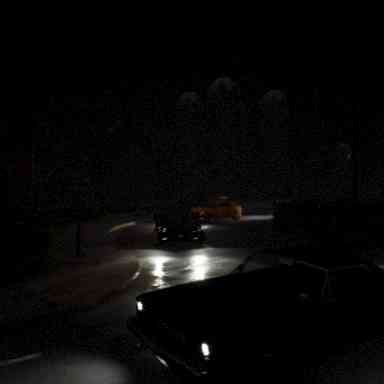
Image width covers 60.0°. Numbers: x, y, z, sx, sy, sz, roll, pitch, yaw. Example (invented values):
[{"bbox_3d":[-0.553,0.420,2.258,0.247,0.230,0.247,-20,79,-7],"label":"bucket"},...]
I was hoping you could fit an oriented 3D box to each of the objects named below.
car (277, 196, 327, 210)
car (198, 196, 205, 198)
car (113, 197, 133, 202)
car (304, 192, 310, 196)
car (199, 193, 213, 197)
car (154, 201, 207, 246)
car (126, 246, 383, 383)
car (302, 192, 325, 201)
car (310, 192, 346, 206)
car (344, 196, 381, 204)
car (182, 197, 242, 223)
[{"bbox_3d":[10.239,1.396,31.804,4.902,1.511,2.128,0,0,-34],"label":"car"},{"bbox_3d":[-0.153,1.408,30.501,1.784,1.438,3.905,0,0,-34],"label":"car"},{"bbox_3d":[-8.432,1.340,40.419,1.816,1.474,4.193,0,0,-34],"label":"car"},{"bbox_3d":[22.285,1.299,62.265,2.242,1.667,4.611,0,0,-34],"label":"car"},{"bbox_3d":[2.349,1.140,48.534,1.905,1.878,3.866,0,0,-34],"label":"car"},{"bbox_3d":[-0.719,1.419,15.359,1.882,1.535,5.008,0,0,-6],"label":"car"},{"bbox_3d":[1.494,1.585,4.979,4.718,1.301,1.895,0,0,-34],"label":"car"},{"bbox_3d":[27.500,1.007,75.307,5.566,2.045,2.150,0,0,-35],"label":"car"},{"bbox_3d":[18.260,1.189,43.398,1.932,1.855,4.605,0,0,-34],"label":"car"},{"bbox_3d":[20.096,1.427,38.477,4.674,1.442,1.812,0,0,-34],"label":"car"},{"bbox_3d":[1.729,1.390,24.672,1.882,1.535,5.008,0,0,42],"label":"car"}]
